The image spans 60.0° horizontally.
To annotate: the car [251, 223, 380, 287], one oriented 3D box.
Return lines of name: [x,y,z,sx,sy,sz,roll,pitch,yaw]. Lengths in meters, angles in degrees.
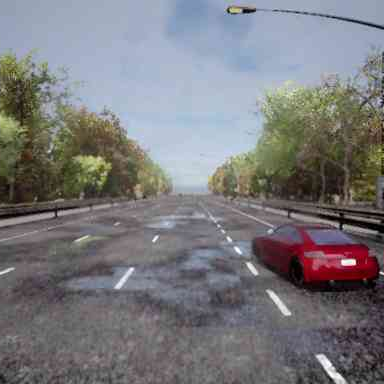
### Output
car: [3.194,1.555,9.470,1.994,1.385,4.181,0,0,-10]
